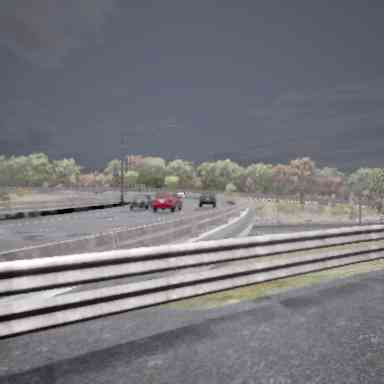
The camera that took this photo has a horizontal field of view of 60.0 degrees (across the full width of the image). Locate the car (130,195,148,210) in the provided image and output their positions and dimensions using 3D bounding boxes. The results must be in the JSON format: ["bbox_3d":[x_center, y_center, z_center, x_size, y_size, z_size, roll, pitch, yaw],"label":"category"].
[{"bbox_3d":[-5.513,1.109,38.349,2.097,1.767,4.553,0,0,8],"label":"car"}]

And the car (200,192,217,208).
[{"bbox_3d":[2.192,1.004,44.895,2.150,2.045,5.566,1,0,4],"label":"car"}]

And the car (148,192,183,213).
[{"bbox_3d":[-2.451,1.021,34.691,2.150,2.045,5.566,1,0,10],"label":"car"}]
